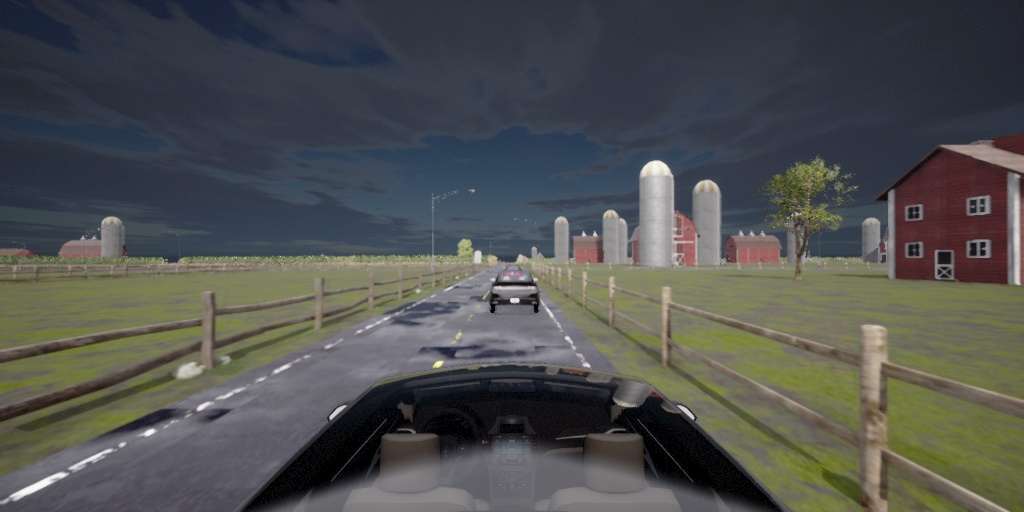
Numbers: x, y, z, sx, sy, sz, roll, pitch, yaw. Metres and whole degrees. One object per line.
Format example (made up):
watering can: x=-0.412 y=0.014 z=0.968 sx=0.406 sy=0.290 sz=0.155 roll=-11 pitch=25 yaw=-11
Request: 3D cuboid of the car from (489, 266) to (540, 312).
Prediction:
car: x=0.095 y=1.322 z=14.629 sx=2.128 sy=1.511 sz=4.902 roll=0 pitch=0 yaw=0
